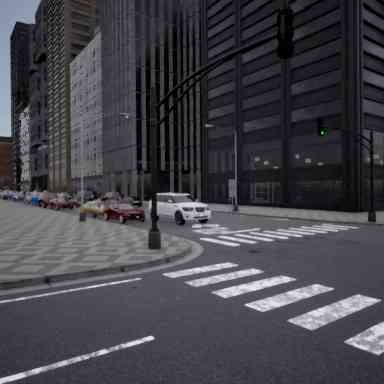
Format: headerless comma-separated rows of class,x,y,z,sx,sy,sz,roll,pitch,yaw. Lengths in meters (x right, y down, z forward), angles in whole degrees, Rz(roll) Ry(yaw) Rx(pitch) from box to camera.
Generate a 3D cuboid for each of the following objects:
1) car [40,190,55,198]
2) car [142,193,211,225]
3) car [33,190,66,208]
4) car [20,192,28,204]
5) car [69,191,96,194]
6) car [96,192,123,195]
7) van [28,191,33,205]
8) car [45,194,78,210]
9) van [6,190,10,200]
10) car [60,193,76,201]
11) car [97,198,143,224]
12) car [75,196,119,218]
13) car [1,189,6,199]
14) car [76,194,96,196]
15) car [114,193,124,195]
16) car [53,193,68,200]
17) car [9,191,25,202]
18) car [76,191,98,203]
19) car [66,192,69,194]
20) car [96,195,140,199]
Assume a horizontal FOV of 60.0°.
car,-34.361,0.507,79.133,2.192,1.841,5.009,0,1,-36
car,-1.036,1.084,23.331,2.150,2.045,5.566,-1,1,-36
car,-18.153,0.994,42.258,2.192,1.841,5.009,0,1,-36
car,-24.758,1.124,51.367,2.008,1.369,4.403,0,1,-36
car,-15.679,0.798,48.877,2.150,2.045,5.566,-1,1,-38
car,-11.249,0.897,47.260,2.192,1.841,5.009,0,1,-36
van,-21.455,0.968,46.812,1.690,1.788,3.998,0,1,-36
car,-14.852,1.274,37.706,1.887,1.381,4.507,0,1,-36
van,-34.661,0.746,65.026,1.690,1.788,3.998,0,1,-36
car,-24.457,0.947,65.476,1.802,1.307,4.206,0,1,-36
car,-4.946,1.415,24.045,1.887,1.381,4.507,0,1,-36
car,-8.148,1.352,28.461,1.752,1.417,4.829,0,1,-36
car,-37.963,0.662,69.579,2.192,1.841,5.009,0,1,-36
car,-13.588,1.247,40.674,1.994,1.385,4.181,-1,1,-36
car,-7.949,1.198,42.709,1.947,1.339,4.313,0,1,-36
car,-27.759,0.852,70.028,1.887,1.381,4.507,0,1,-36
car,-31.360,0.902,60.473,1.967,1.590,4.097,0,1,-36
car,-17.852,0.791,56.367,2.192,1.841,5.009,0,1,-36
car,-21.858,0.829,57.331,2.097,1.767,4.553,-1,1,-36
car,-7.246,1.324,31.908,2.033,1.411,5.357,-1,1,-35
